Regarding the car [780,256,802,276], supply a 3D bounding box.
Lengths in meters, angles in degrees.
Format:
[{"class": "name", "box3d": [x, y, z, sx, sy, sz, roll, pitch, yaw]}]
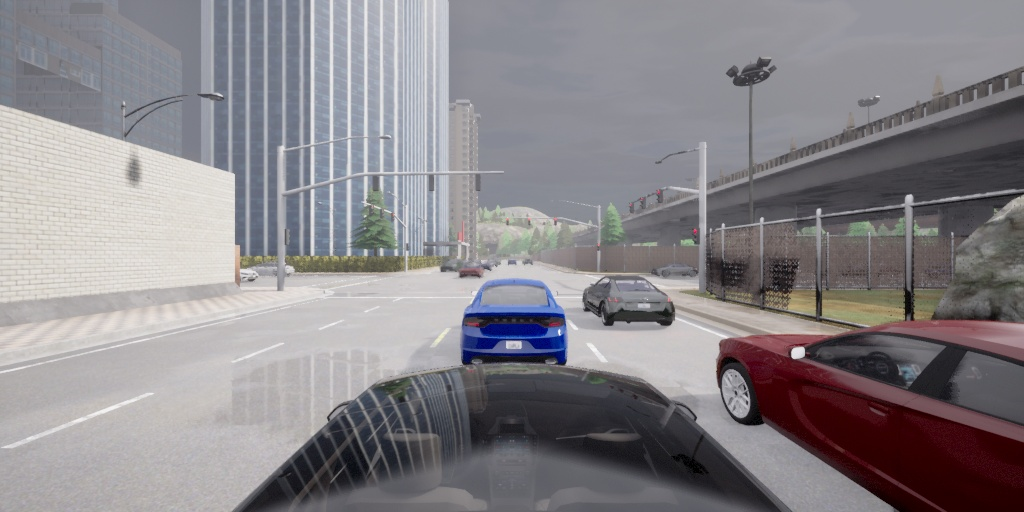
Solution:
[{"class": "car", "box3d": [25.383, 1.027, 35.475, 5.566, 2.045, 2.150, 0, 0, -1]}]

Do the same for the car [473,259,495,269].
[{"class": "car", "box3d": [-3.580, 1.351, 46.674, 1.895, 1.301, 4.718, 0, 0, 0]}]

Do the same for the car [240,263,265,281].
[{"class": "car", "box3d": [-22.630, 1.331, 28.203, 4.674, 1.442, 1.812, 0, 0, 0]}]

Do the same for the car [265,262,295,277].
[{"class": "car", "box3d": [-24.072, 1.331, 35.478, 4.674, 1.442, 1.812, 0, 0, -1]}]

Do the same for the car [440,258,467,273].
[{"class": "car", "box3d": [-7.325, 1.101, 43.786, 2.097, 1.767, 4.553, 0, 0, 4]}]

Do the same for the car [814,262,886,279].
[{"class": "car", "box3d": [29.773, 1.406, 31.974, 4.718, 1.301, 1.895, 0, 0, 0]}]

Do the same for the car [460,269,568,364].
[{"class": "car", "box3d": [0.055, 1.228, 8.029, 1.882, 1.535, 5.008, 0, 0, 1]}]

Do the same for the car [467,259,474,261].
[{"class": "car", "box3d": [-7.070, 1.313, 54.661, 1.994, 1.385, 4.181, 0, 0, 0]}]

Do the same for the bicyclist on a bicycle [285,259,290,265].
[{"class": "bicyclist on a bicycle", "box3d": [-25.289, 1.106, 40.160, 0.582, 1.620, 1.656, 0, 0, 0]}]

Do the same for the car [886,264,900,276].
[{"class": "car", "box3d": [35.561, 1.331, 35.472, 4.674, 1.442, 1.812, 0, 0, 0]}]

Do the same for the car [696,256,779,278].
[{"class": "car", "box3d": [20.004, 1.027, 31.957, 5.566, 2.045, 2.150, 0, 0, 0]}]

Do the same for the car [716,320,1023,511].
[{"class": "car", "box3d": [3.602, 1.228, 2.695, 1.882, 1.535, 5.008, 0, 0, 0]}]

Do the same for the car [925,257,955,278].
[{"class": "car", "box3d": [40.481, 1.027, 31.976, 5.566, 2.045, 2.150, 0, 0, 0]}]

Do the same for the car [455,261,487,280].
[{"class": "car", "box3d": [-3.590, 1.381, 32.215, 1.895, 1.301, 4.718, 0, 0, 0]}]

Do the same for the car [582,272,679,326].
[{"class": "car", "box3d": [3.577, 1.314, 11.689, 1.994, 1.385, 4.181, 0, 0, 0]}]

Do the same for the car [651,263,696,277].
[{"class": "car", "box3d": [16.026, 1.369, 35.453, 4.181, 1.385, 1.994, 0, 0, 0]}]

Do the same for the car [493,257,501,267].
[{"class": "car", "box3d": [-3.545, 1.243, 63.097, 2.128, 1.511, 4.902, 0, 0, 0]}]
